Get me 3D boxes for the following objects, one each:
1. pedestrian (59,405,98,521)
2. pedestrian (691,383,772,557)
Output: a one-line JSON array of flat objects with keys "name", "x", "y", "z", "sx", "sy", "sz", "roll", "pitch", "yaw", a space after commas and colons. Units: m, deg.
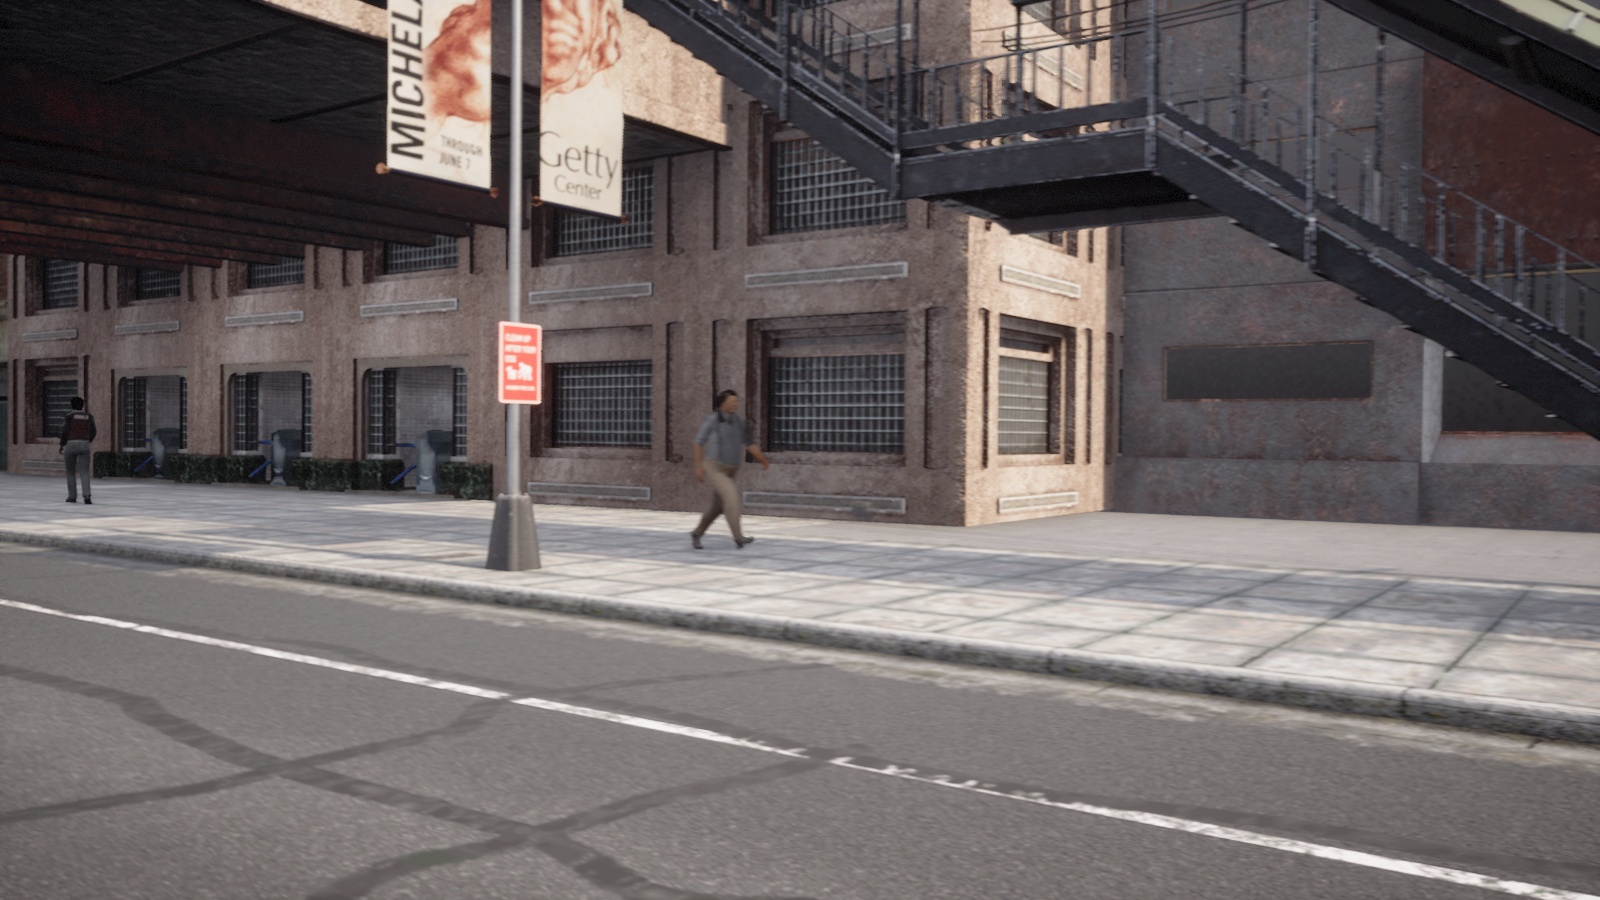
[{"name": "pedestrian", "x": -12.287, "y": 0.211, "z": 21.385, "sx": 0.402, "sy": 1.930, "sz": 0.666, "roll": -1, "pitch": 1, "yaw": -44}, {"name": "pedestrian", "x": -0.753, "y": 0.211, "z": 13.779, "sx": 0.540, "sy": 1.848, "sz": 0.694, "roll": -1, "pitch": 1, "yaw": -44}]
